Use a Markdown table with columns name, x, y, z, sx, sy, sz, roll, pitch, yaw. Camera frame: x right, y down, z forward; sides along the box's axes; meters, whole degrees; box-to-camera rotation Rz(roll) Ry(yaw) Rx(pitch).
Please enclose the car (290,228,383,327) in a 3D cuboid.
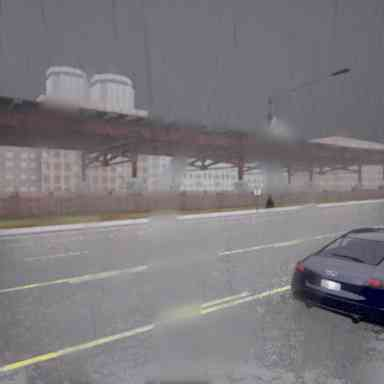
| name | x | y | z | sx | sy | sz | roll | pitch | yaw |
| --- | --- | --- | --- | --- | --- | --- | --- | --- | --- |
| car | 3.860 | 1.402 | 6.465 | 4.181 | 1.385 | 1.994 | -2 | 1 | -35 |
